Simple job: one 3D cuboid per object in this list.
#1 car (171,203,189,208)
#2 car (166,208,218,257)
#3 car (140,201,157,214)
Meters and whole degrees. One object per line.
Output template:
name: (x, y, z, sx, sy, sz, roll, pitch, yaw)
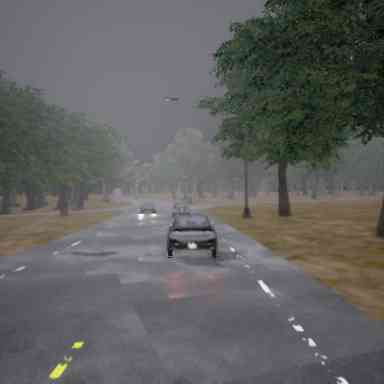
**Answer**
car: (-1.211, 1.849, 35.713, 2.033, 1.411, 5.357, 0, 0, -5)
car: (-0.035, 1.611, 13.474, 2.128, 1.511, 4.902, 0, -1, -1)
car: (-5.280, 1.852, 40.531, 1.837, 1.490, 4.892, 0, -1, -5)
